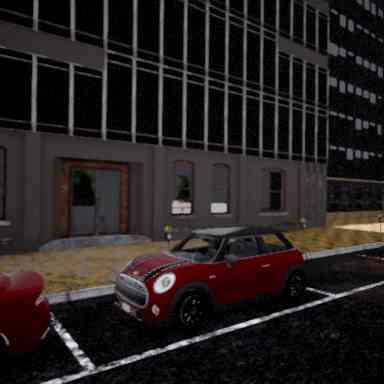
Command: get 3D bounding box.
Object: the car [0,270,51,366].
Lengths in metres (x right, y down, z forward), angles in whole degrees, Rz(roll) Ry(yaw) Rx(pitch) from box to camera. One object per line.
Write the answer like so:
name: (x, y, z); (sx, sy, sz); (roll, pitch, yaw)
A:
car: (-4.015, 1.531, 3.692); (4.507, 1.381, 1.887); (1, 0, -35)

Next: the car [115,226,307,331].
car: (0.496, 1.489, 6.909); (4.097, 1.590, 1.967); (1, 0, -35)

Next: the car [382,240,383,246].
car: (9.375, 1.699, 13.243); (4.829, 1.417, 1.752); (1, 0, -35)
